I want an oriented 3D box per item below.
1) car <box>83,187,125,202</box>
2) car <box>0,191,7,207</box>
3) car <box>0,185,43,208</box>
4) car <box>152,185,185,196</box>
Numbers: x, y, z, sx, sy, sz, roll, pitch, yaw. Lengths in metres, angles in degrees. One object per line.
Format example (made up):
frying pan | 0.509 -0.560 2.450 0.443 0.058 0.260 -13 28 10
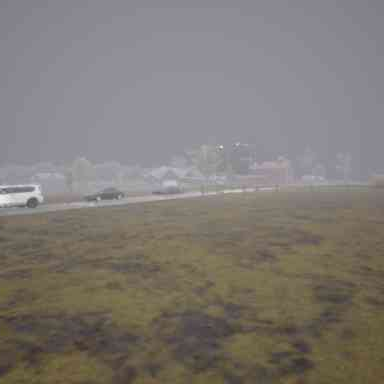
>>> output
car | -9.564 0.251 36.339 1.837 1.490 4.892 1 3 36
car | -15.900 0.985 22.681 1.882 1.535 5.008 0 3 32
car | -15.527 0.467 28.146 2.150 2.045 5.566 1 3 36
car | -3.097 -0.239 45.213 2.033 1.411 5.357 1 3 36
